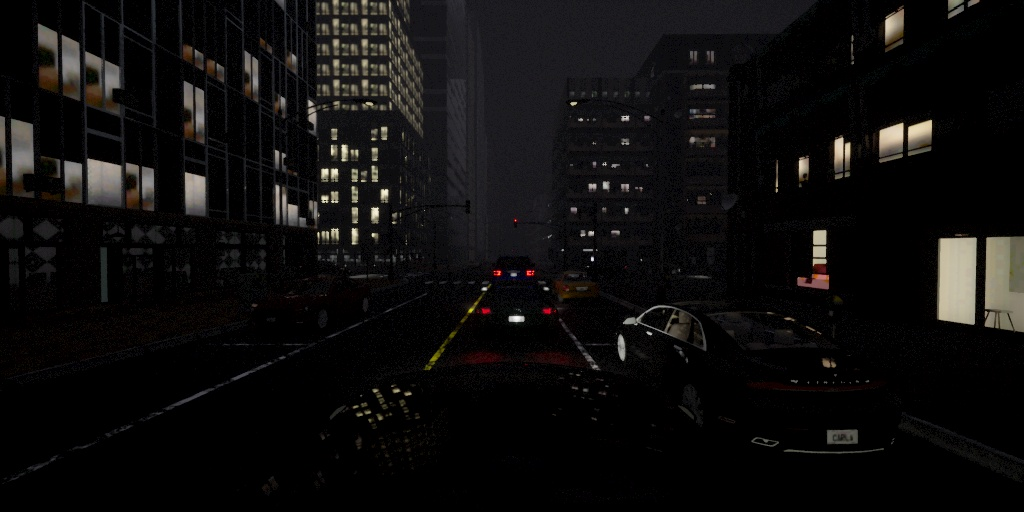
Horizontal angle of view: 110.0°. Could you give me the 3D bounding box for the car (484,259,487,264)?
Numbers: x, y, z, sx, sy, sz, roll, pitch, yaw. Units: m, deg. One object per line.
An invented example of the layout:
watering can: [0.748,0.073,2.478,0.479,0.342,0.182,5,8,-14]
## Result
car: [-5.713,1.304,60.123,1.948,1.339,4.313,0,0,0]

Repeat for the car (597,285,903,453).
car: [2.817,1.299,5.228,2.007,1.370,4.403,0,0,0]

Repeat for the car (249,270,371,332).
car: [-5.825,1.292,10.927,1.888,1.381,4.507,0,0,0]

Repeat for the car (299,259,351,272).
car: [-17.870,1.154,34.321,4.674,1.442,1.812,1,1,2]

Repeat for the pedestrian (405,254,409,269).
pedestrian: [-12.564,0.670,42.984,0.375,1.860,0.375,0,0,1]

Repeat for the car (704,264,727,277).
car: [22.875,1.468,36.974,5.357,1.411,2.033,0,1,1]

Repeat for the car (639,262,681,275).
car: [16.294,1.373,39.661,4.403,1.370,2.007,0,0,1]

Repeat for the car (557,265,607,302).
car: [2.813,1.271,16.687,1.751,1.417,4.829,0,0,0]

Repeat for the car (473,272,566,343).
car: [0.095,1.312,9.652,1.994,1.385,4.181,0,0,0]

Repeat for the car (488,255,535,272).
car: [0.087,0.967,19.459,2.150,2.045,5.566,0,0,0]

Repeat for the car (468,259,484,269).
car: [-5.710,1.264,54.299,1.751,1.417,4.829,0,0,0]

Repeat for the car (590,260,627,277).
car: [9.377,1.162,36.966,4.553,1.767,2.097,0,1,-2]
